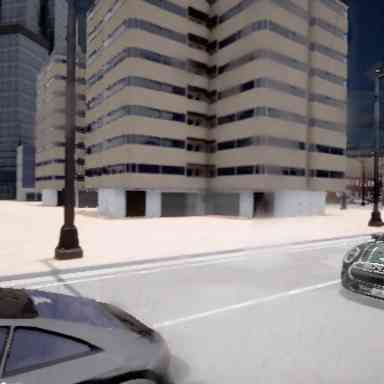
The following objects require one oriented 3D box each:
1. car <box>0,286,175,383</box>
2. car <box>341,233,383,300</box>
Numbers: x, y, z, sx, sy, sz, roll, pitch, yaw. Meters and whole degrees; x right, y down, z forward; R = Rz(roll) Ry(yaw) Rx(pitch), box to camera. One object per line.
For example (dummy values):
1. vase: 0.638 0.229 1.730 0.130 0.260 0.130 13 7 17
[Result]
1. car: -2.177 1.543 2.487 4.181 1.385 1.994 1 0 -35
2. car: 5.564 1.433 7.848 4.553 1.767 2.097 1 0 -35
